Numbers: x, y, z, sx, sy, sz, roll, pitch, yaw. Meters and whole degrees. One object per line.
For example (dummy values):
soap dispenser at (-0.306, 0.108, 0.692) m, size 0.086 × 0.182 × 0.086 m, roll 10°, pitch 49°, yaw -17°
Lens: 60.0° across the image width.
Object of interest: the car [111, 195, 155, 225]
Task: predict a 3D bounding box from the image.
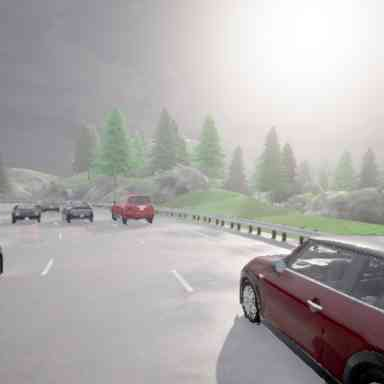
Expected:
car at (-4.487, 1.228, 24.666) m, size 2.150 × 2.045 × 5.566 m, roll 0°, pitch 0°, yaw -25°

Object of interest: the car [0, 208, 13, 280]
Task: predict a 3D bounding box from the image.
car at (-5.312, 1.351, 6.377) m, size 2.097 × 1.767 × 4.553 m, roll 0°, pitch 0°, yaw -14°

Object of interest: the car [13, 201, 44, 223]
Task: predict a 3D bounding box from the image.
car at (-12.896, 1.603, 25.788) m, size 1.895 × 1.301 × 4.718 m, roll 0°, pitch 0°, yaw -28°

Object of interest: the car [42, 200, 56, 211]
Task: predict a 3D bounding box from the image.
car at (-16.259, 1.568, 37.351) m, size 1.994 × 1.385 × 4.181 m, roll 0°, pitch 0°, yaw -35°

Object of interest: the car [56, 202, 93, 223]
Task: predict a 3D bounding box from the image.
car at (-8.853, 1.492, 25.488) m, size 2.128 × 1.511 × 4.902 m, roll 0°, pitch 0°, yaw -28°

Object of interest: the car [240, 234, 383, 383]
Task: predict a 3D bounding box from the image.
car at (2.266, 1.355, 4.513) m, size 2.097 × 1.767 × 4.553 m, roll 0°, pitch 0°, yaw -12°
